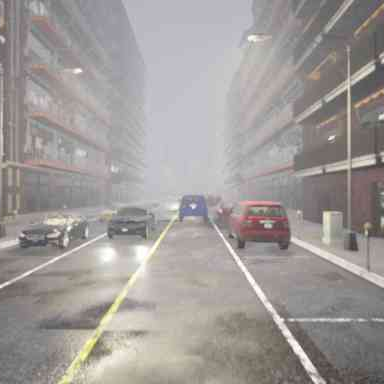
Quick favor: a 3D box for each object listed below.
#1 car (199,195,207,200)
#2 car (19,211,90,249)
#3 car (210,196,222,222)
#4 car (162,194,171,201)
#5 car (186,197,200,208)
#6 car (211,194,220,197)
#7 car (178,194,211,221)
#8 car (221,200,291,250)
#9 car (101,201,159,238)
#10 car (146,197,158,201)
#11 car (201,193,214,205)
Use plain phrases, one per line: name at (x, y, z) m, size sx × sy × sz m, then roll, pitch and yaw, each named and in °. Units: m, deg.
car at (2.755, 1.388, 87.219) m, size 1.947 × 1.339 × 4.313 m, roll 1°, pitch 0°, yaw 0°
car at (-5.683, 1.519, 14.225) m, size 2.008 × 1.369 × 4.403 m, roll 1°, pitch 0°, yaw 0°
car at (2.696, 1.385, 25.329) m, size 1.967 × 1.590 × 4.097 m, roll 1°, pitch 0°, yaw 0°
car at (-5.711, 1.284, 75.471) m, size 1.967 × 1.590 × 4.097 m, roll 1°, pitch 0°, yaw 0°
car at (0.093, 1.428, 45.982) m, size 1.812 × 1.442 × 4.674 m, roll 0°, pitch 0°, yaw 0°
car at (2.696, 1.225, 42.033) m, size 2.192 × 1.841 × 5.009 m, roll 1°, pitch 0°, yaw 0°
car at (0.095, 1.165, 26.376) m, size 2.150 × 2.045 × 5.566 m, roll 0°, pitch 0°, yaw 0°
car at (2.701, 1.283, 14.192) m, size 2.192 × 1.841 × 5.009 m, roll 1°, pitch 0°, yaw 0°
car at (-3.021, 1.439, 17.459) m, size 1.882 × 1.535 × 5.008 m, roll 0°, pitch 0°, yaw 0°
car at (-5.689, 1.424, 47.462) m, size 1.752 × 1.417 × 4.829 m, roll 1°, pitch 0°, yaw 0°
car at (2.693, 1.191, 58.736) m, size 2.192 × 1.841 × 5.009 m, roll 1°, pitch 0°, yaw 0°
